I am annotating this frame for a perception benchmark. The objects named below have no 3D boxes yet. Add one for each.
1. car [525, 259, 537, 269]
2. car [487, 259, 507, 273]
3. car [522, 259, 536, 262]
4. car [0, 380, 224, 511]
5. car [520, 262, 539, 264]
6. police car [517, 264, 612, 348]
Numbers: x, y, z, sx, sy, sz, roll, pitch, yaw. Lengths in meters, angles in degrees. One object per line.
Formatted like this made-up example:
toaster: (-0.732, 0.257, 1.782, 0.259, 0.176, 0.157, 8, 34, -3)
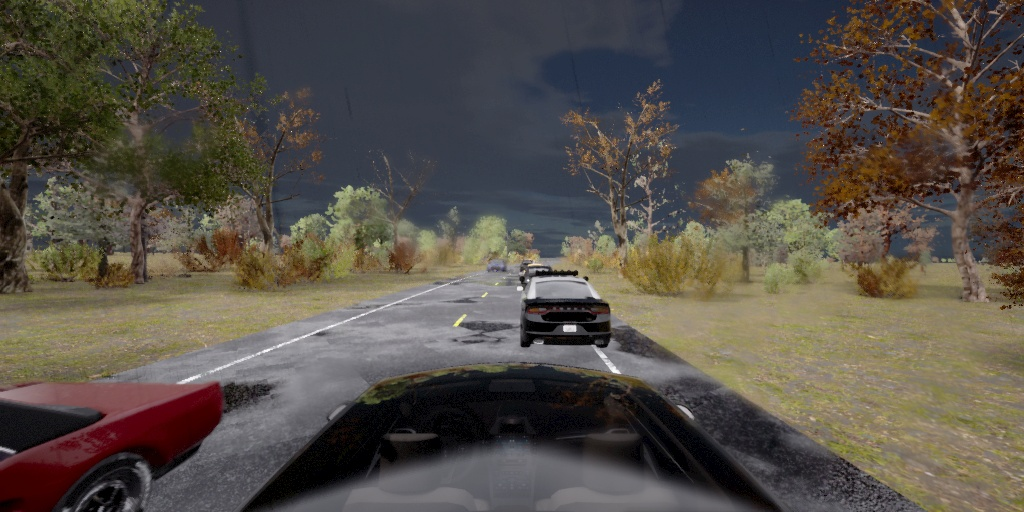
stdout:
car: (3.236, 1.366, 60.755, 1.882, 1.535, 5.008, 0, 0, 6)
car: (-1.806, 1.164, 44.039, 2.097, 1.767, 4.553, 0, 0, 4)
car: (1.686, 1.219, 25.405, 1.801, 1.575, 5.366, 0, 0, 3)
car: (-3.594, 1.351, 1.031, 1.895, 1.301, 4.718, 0, 0, 0)
car: (1.431, 1.263, 19.246, 1.837, 1.490, 4.892, 0, 0, 2)
police car: (1.152, 1.177, 9.404, 1.930, 1.638, 5.238, 0, 0, 1)
